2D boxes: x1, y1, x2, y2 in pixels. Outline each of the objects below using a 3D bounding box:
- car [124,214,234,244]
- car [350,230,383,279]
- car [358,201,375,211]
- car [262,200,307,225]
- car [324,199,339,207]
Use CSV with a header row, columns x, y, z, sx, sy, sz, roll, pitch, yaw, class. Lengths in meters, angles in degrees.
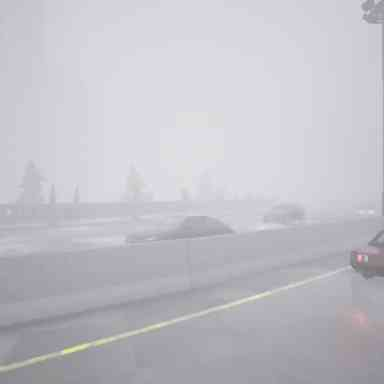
x,y,z,sx,sy,sz,roll,pitch,yaw,class
-0.338,1.589,12.938,4.674,1.442,1.812,0,0,-41,car
6.224,1.640,9.104,4.718,1.301,1.895,0,0,-42,car
24.385,1.890,46.611,1.994,1.385,4.181,0,-1,24,car
7.096,1.646,25.335,1.837,1.490,4.892,0,0,40,car
26.092,2.055,62.263,1.994,1.385,4.181,0,-1,13,car
